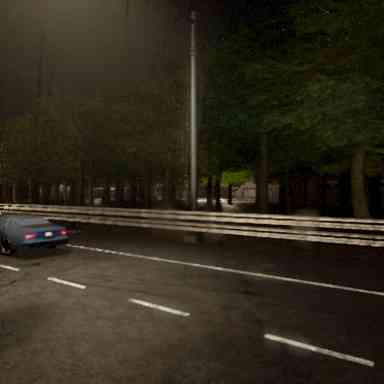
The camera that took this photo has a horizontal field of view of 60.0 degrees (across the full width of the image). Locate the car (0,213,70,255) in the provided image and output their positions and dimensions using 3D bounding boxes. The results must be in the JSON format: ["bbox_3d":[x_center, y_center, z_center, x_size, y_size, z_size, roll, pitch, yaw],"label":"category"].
[{"bbox_3d":[-7.129,1.549,13.245,5.357,1.411,2.033,0,0,35],"label":"car"}]
